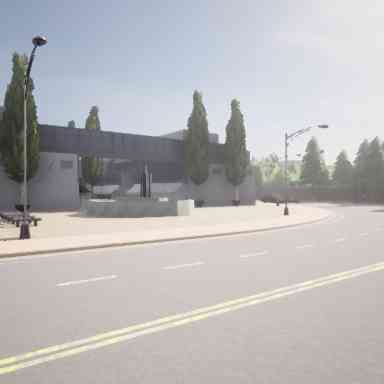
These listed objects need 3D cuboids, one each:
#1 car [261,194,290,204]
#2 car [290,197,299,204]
[{"bbox_3d":[15.584,1.326,63.706,2.150,2.045,5.566,0,0,-25],"label":"car"},{"bbox_3d":[18.766,1.655,65.164,1.895,1.301,4.718,0,0,-25],"label":"car"}]
